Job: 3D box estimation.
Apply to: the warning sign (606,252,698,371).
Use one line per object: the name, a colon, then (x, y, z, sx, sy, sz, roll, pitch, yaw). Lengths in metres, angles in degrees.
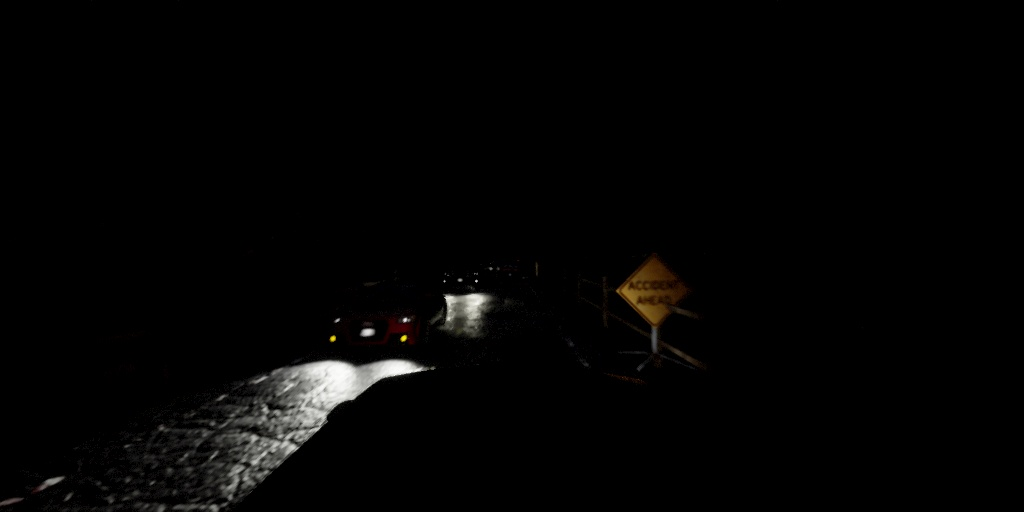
warning sign: (2.432, 0.862, 6.117, 1.300, 1.860, 1.060, 0, 0, 0)

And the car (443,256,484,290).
car: (-2.989, 1.026, 23.105, 2.150, 2.045, 5.566, 0, 0, -1)

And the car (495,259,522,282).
car: (-0.147, 1.279, 30.109, 1.882, 1.535, 5.008, 0, 0, 0)

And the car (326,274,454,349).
car: (-2.892, 1.342, 9.166, 1.994, 1.385, 4.181, 0, 0, 0)
